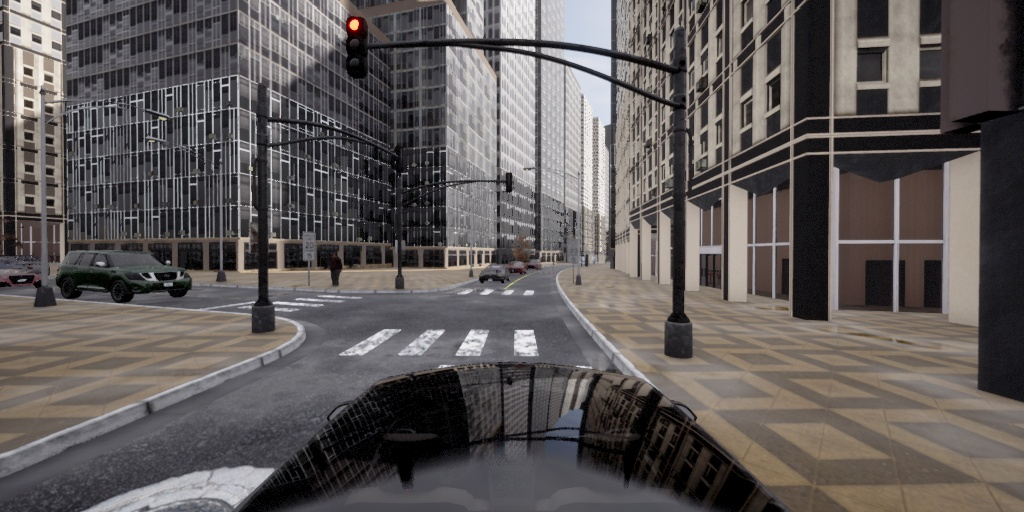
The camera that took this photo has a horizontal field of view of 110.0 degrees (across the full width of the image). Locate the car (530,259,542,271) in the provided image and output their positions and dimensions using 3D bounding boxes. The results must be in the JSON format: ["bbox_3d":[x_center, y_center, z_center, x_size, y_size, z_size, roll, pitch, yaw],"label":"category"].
[{"bbox_3d":[3.112,1.262,53.354,2.097,1.767,4.553,0,0,13],"label":"car"}]

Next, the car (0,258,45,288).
[{"bbox_3d":[-25.803,0.985,18.019,4.181,1.385,1.994,1,1,16],"label":"car"}]

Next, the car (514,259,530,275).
[{"bbox_3d":[0.479,1.315,39.998,1.882,1.535,5.008,0,0,10],"label":"car"}]

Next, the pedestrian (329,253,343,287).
[{"bbox_3d":[-9.580,0.720,19.427,0.375,1.860,0.375,0,0,16],"label":"pedestrian"}]

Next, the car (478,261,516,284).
[{"bbox_3d":[-1.224,1.337,28.096,2.033,1.411,5.357,0,0,7],"label":"car"}]

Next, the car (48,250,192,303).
[{"bbox_3d":[-16.617,0.773,15.363,5.566,2.045,2.150,1,1,17],"label":"car"}]

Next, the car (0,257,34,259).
[{"bbox_3d":[-32.113,0.785,22.915,4.902,1.511,2.128,1,1,16],"label":"car"}]
